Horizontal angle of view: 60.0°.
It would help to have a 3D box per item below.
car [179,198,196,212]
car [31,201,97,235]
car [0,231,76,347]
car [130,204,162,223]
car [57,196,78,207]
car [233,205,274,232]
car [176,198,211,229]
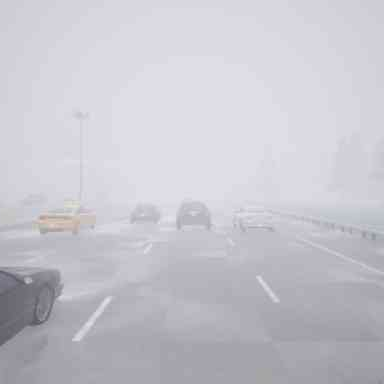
[{"bbox_3d":[-0.621,1.507,40.718,1.837,1.490,4.892,0,0,-4],"label":"car"},{"bbox_3d":[-6.898,1.478,18.907,1.882,1.535,5.008,0,0,0],"label":"car"},{"bbox_3d":[-3.399,1.548,3.999,2.033,1.411,5.357,0,0,0],"label":"car"},{"bbox_3d":[-3.434,1.565,25.247,1.994,1.385,4.181,0,0,-1],"label":"car"},{"bbox_3d":[-19.695,1.494,52.686,2.128,1.511,4.902,0,0,-8],"label":"car"},{"bbox_3d":[3.602,1.527,19.914,1.812,1.442,4.674,0,0,0],"label":"car"},{"bbox_3d":[0.093,1.353,21.812,2.097,1.767,4.553,0,0,0],"label":"car"}]
